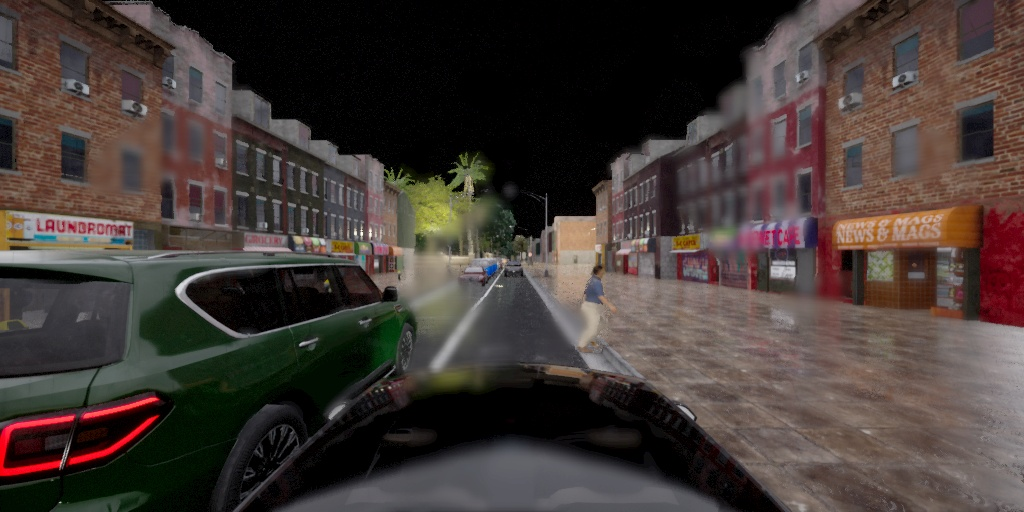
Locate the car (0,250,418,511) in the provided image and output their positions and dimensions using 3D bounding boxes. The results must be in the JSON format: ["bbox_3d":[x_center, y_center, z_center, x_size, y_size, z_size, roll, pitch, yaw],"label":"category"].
[{"bbox_3d":[-2.746,0.974,4.086,2.150,2.045,5.566,0,0,0],"label":"car"}]

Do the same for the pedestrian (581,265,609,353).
[{"bbox_3d":[1.687,1.043,7.328,0.375,1.860,0.375,0,0,0],"label":"pedestrian"}]

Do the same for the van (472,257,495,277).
[{"bbox_3d":[-2.581,1.113,30.487,1.690,1.789,3.998,0,0,0],"label":"van"}]

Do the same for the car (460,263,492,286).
[{"bbox_3d":[-2.592,1.345,25.023,1.802,1.307,4.207,0,0,0],"label":"car"}]

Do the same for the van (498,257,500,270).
[{"bbox_3d":[-2.559,1.130,41.416,1.690,1.789,3.998,0,0,0],"label":"van"}]

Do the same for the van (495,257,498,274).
[{"bbox_3d":[-2.570,1.122,35.952,1.690,1.789,3.998,0,0,0],"label":"van"}]

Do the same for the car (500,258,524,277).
[{"bbox_3d":[0.169,1.273,36.260,2.128,1.511,4.902,0,0,0],"label":"car"}]
